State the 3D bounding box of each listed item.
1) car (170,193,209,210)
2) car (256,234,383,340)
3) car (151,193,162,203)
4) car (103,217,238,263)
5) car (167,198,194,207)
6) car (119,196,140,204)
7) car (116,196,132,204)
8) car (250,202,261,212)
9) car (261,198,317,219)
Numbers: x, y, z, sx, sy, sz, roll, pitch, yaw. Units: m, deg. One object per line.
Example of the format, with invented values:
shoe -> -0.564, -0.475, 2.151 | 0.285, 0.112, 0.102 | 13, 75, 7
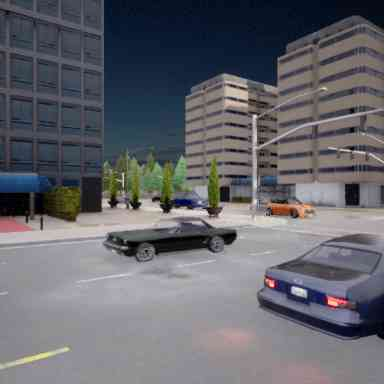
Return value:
car -> -0.164, 1.213, 42.408 | 2.150, 2.045, 5.566 | 0, 0, -35
car -> 3.659, 1.545, 6.438 | 5.357, 1.411, 2.033 | 0, 0, -35
car -> -6.459, 1.211, 69.951 | 2.150, 2.045, 5.566 | 0, 0, -35
car -> -0.690, 1.598, 12.018 | 4.718, 1.301, 1.895 | 0, 0, -35
car -> -1.767, 1.591, 50.786 | 1.895, 1.301, 4.718 | 0, 0, -35
car -> -12.491, 1.512, 66.231 | 2.128, 1.511, 4.902 | 0, 0, -35
car -> -13.514, 1.498, 61.543 | 1.837, 1.490, 4.892 | 0, -1, -35
car -> 8.647, 1.591, 36.008 | 1.895, 1.301, 4.718 | 0, 0, -36
car -> 8.627, 1.343, 29.145 | 2.097, 1.767, 4.553 | 0, 0, -28
